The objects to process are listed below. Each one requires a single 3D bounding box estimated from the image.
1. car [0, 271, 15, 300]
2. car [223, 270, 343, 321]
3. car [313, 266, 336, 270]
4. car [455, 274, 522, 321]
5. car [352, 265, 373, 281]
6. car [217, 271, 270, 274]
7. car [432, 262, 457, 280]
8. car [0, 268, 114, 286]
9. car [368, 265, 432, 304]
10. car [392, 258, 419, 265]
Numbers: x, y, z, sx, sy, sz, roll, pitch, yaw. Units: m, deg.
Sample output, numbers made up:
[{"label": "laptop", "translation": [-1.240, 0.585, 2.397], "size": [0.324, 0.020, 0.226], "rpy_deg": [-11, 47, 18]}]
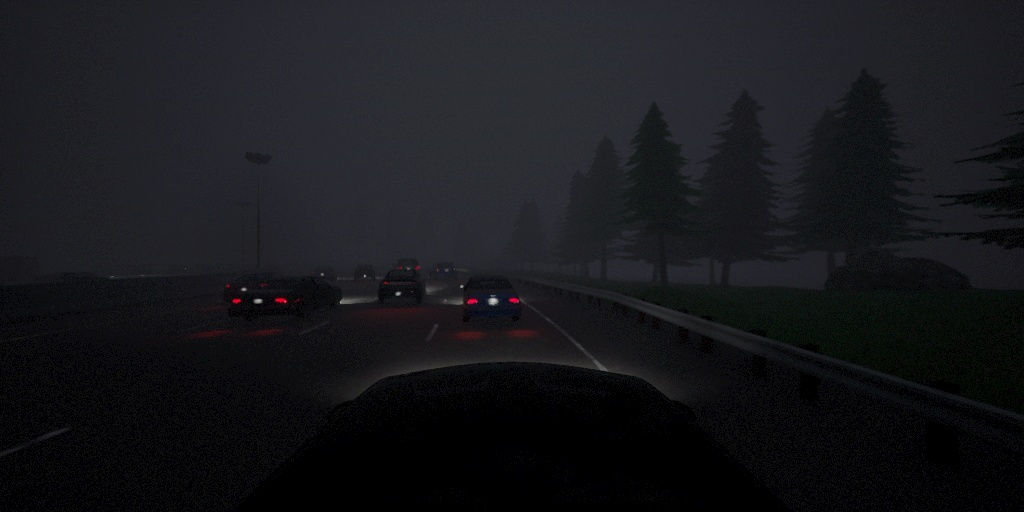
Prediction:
[{"label": "car", "translation": [-26.594, 1.516, 16.457], "size": [1.812, 1.442, 4.674], "rpy_deg": [0, 0, -14]}, {"label": "car", "translation": [-7.933, 1.416, 13.172], "size": [2.033, 1.411, 5.357], "rpy_deg": [0, 0, -8]}, {"label": "car", "translation": [-17.626, 1.621, 33.654], "size": [1.994, 1.385, 4.181], "rpy_deg": [0, 0, -23]}, {"label": "car", "translation": [-0.857, 1.376, 12.848], "size": [2.033, 1.411, 5.357], "rpy_deg": [0, 0, -7]}, {"label": "car", "translation": [-13.967, 1.545, 33.989], "size": [1.837, 1.490, 4.892], "rpy_deg": [0, 0, -23]}, {"label": "car", "translation": [-12.466, 1.490, 18.091], "size": [1.994, 1.385, 4.181], "rpy_deg": [0, 0, -11]}, {"label": "car", "translation": [-6.760, 1.359, 34.811], "size": [2.097, 1.767, 4.553], "rpy_deg": [0, 0, -22]}, {"label": "car", "translation": [-23.677, 1.556, 19.058], "size": [1.994, 1.385, 4.181], "rpy_deg": [0, 0, -16]}, {"label": "car", "translation": [-5.168, 1.372, 17.230], "size": [2.128, 1.511, 4.902], "rpy_deg": [0, 0, -11]}, {"label": "car", "translation": [-9.940, 1.237, 33.564], "size": [2.150, 2.045, 5.566], "rpy_deg": [0, -1, -22]}]
